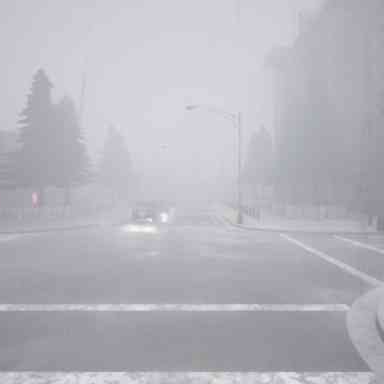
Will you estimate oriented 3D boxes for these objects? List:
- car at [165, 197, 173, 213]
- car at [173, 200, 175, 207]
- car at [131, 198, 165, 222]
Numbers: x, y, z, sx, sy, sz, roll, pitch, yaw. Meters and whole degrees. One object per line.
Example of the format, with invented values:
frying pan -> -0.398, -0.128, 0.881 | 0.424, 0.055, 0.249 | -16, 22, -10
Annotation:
car -> -3.583, 1.583, 37.497 | 1.895, 1.301, 4.718 | 0, 0, 0
car -> -3.536, 1.503, 48.016 | 1.812, 1.442, 4.674 | 0, 0, 1
car -> -3.588, 1.480, 26.466 | 2.128, 1.511, 4.902 | 0, 0, 0
